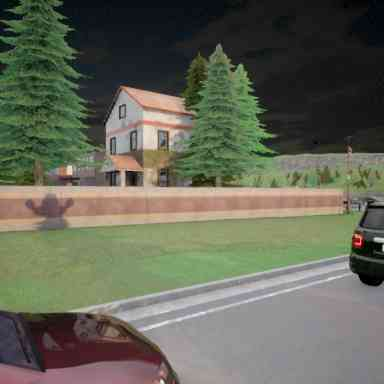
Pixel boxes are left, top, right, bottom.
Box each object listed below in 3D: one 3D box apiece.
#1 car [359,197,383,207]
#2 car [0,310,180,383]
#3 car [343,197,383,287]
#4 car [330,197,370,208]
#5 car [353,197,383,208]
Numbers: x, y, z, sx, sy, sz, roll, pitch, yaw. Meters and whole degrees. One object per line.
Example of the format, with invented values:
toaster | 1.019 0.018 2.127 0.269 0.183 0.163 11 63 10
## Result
car | 28.763 1.564 52.167 1.994 1.385 4.181 0 0 -37
car | -2.115 1.564 2.355 4.181 1.385 1.994 0 0 -34
car | 6.113 1.221 8.137 5.566 2.045 2.150 0 0 -35
car | 22.884 1.491 48.346 2.128 1.511 4.902 0 0 -36
car | 26.661 1.505 49.106 1.837 1.490 4.892 0 0 -36
